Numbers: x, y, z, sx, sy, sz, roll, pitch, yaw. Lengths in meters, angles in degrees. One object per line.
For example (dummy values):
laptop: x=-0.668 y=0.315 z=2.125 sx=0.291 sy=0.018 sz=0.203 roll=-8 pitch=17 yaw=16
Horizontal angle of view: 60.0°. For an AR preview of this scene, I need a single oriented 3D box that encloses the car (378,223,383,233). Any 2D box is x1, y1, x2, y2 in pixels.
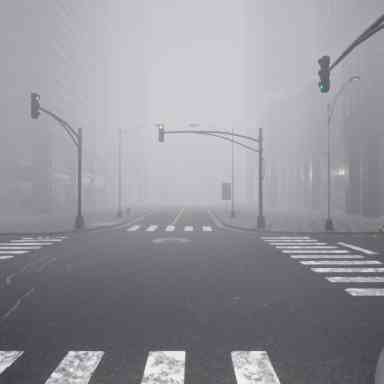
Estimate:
car: x=11.755 y=1.564 z=16.220 sx=4.829 sy=1.417 sz=1.752 roll=0 pitch=-1 yaw=0
